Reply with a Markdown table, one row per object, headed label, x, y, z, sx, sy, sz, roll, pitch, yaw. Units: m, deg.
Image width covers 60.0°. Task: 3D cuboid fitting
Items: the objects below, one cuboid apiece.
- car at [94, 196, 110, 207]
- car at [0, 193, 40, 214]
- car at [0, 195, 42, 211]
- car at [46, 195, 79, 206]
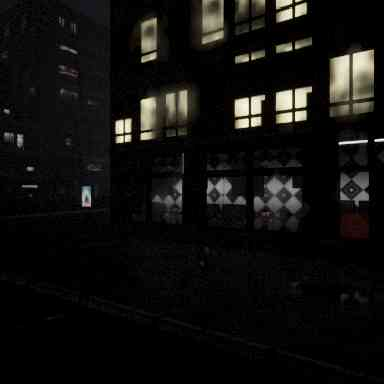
| label | x | y | z | sx | sy | sz | roll | pitch | yaw |
| --- | --- | --- | --- | --- | --- | --- | --- | --- | --- |
| car | -9.781 | 1.072 | 38.191 | 1.947 | 1.339 | 4.313 | 1 | 2 | 35 |
| car | -16.134 | 1.029 | 29.090 | 2.192 | 1.841 | 5.009 | 1 | 2 | 35 |
| car | -18.802 | 1.139 | 35.414 | 1.837 | 1.490 | 4.892 | 0 | 1 | 35 |
| car | -16.687 | 1.074 | 42.939 | 1.802 | 1.307 | 4.206 | 1 | 2 | 35 |
